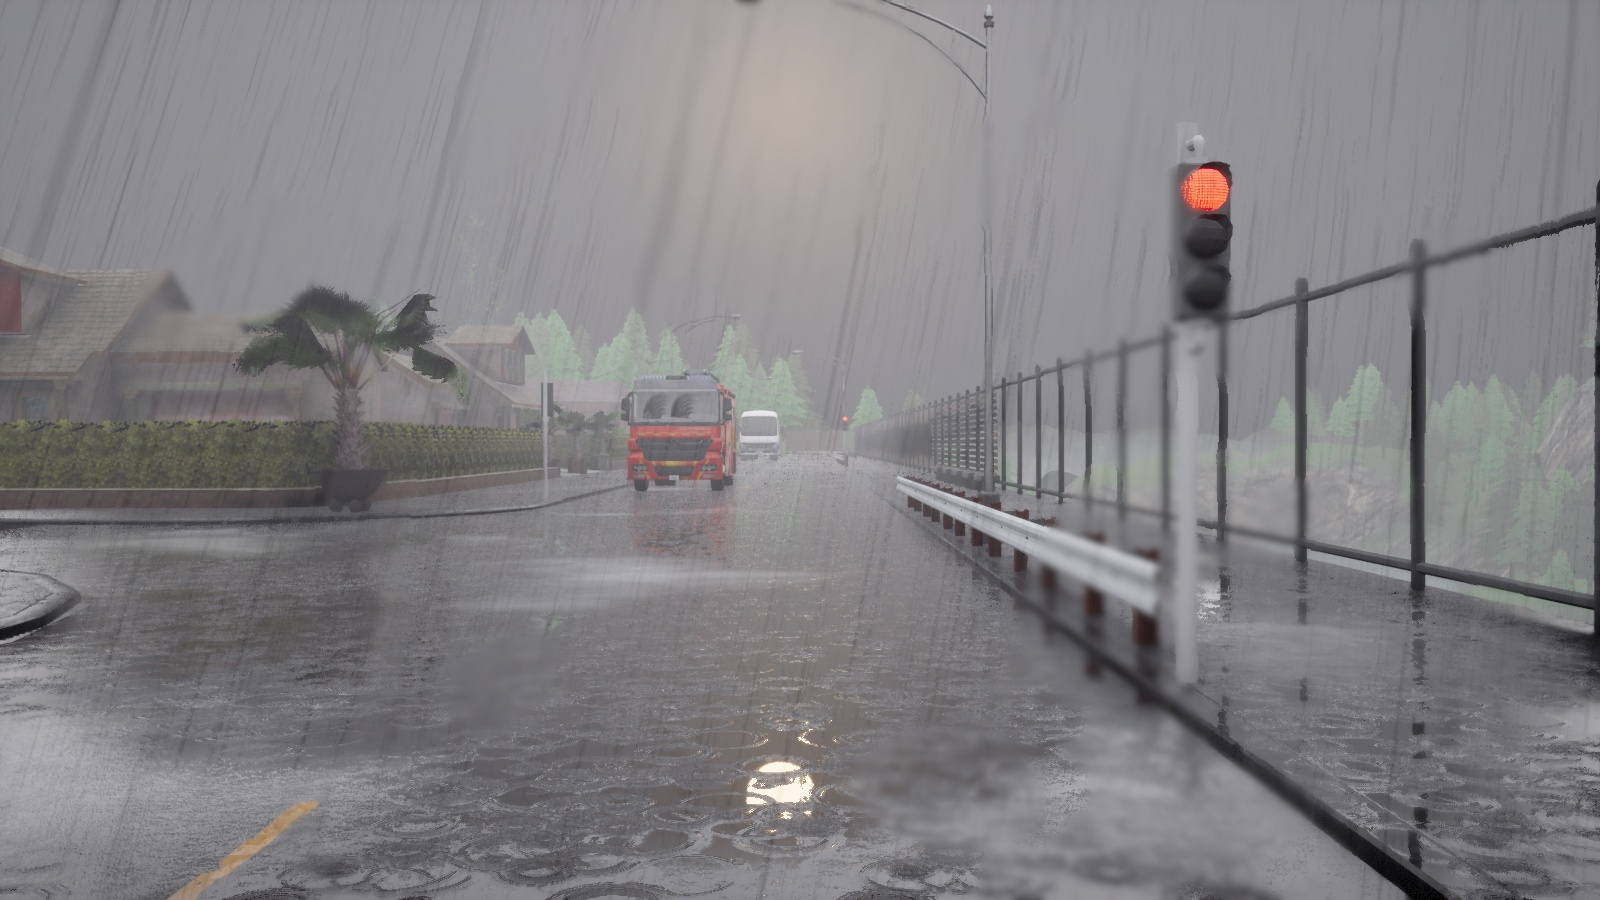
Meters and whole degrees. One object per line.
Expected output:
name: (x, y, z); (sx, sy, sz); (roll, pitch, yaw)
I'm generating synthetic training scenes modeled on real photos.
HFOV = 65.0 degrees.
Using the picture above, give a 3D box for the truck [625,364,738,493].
truck: (-3.747, -0.656, 41.568); (2.891, 3.827, 8.468); (0, 0, 0)
